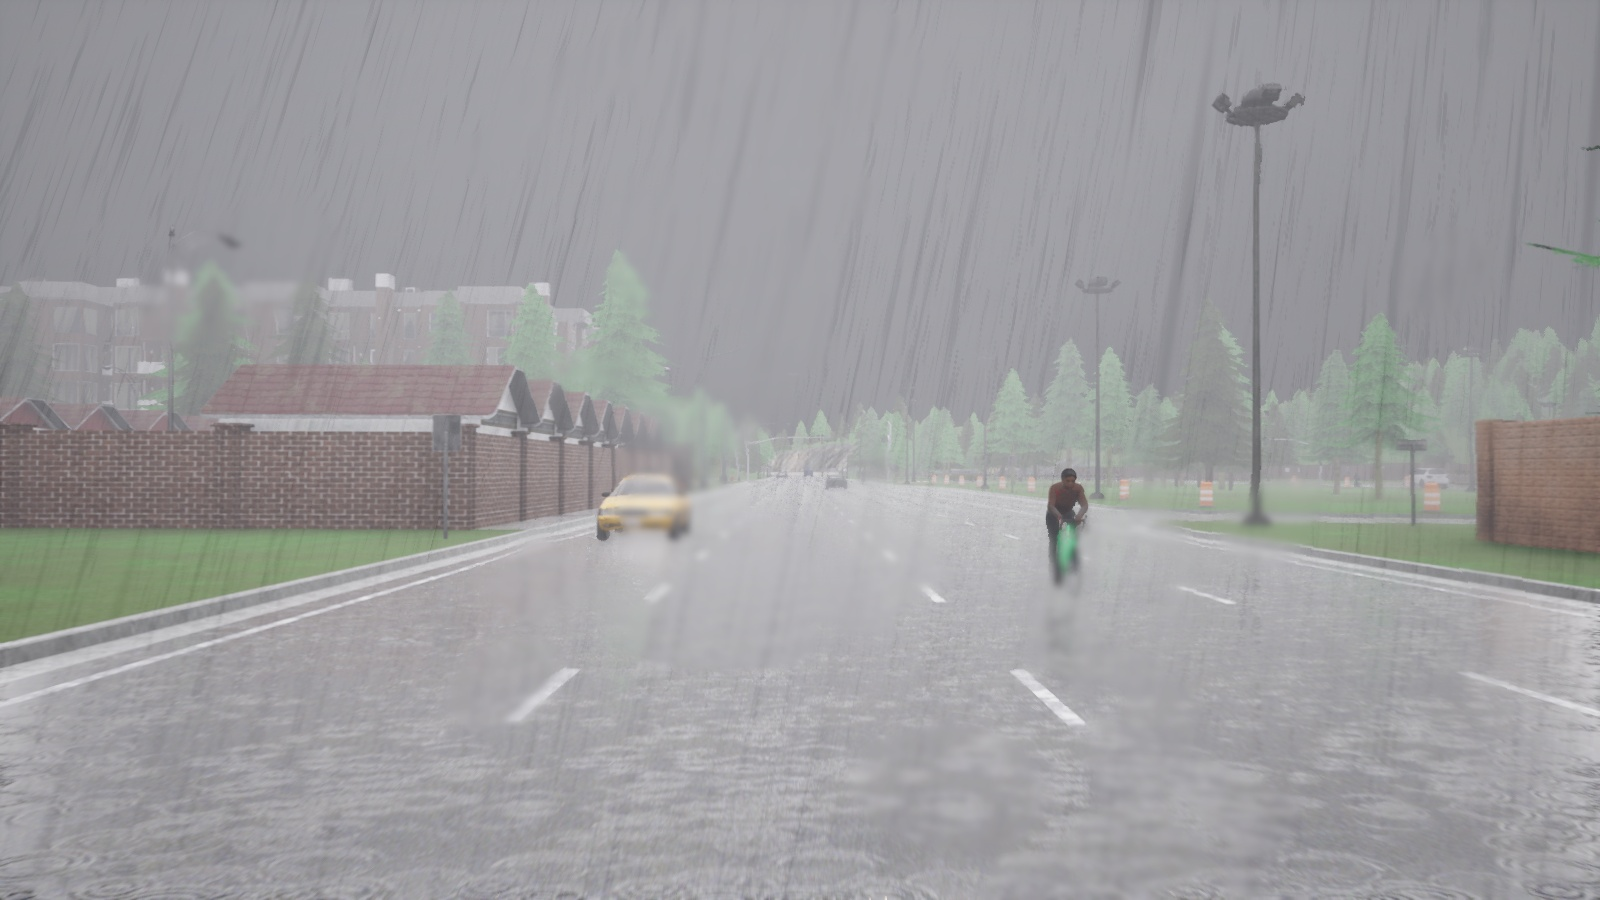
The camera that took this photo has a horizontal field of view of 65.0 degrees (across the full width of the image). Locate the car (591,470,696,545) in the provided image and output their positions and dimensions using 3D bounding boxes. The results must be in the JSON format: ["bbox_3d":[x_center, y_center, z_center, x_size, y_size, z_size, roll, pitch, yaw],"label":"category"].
[{"bbox_3d":[-3.575,1.275,29.569,1.801,1.575,5.366,0,-1,0],"label":"car"}]

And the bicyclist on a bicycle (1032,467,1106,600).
[{"bbox_3d":[3.459,1.034,16.262,0.582,1.620,1.656,0,-1,0],"label":"bicyclist on a bicycle"}]
